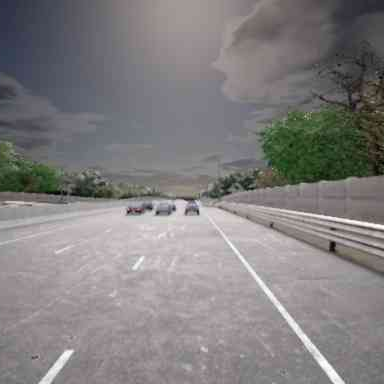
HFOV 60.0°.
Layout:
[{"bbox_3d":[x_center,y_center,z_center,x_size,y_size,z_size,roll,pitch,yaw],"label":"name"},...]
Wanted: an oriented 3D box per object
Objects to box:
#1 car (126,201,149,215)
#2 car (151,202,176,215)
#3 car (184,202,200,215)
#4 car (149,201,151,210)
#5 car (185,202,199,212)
[{"bbox_3d":[-7.003,2.138,41.977,1.895,1.301,4.718,0,-1,0],"label":"car"},{"bbox_3d":[-3.503,2.075,41.498,2.033,1.411,5.357,0,-1,0],"label":"car"},{"bbox_3d":[-0.003,2.062,41.948,1.812,1.442,4.674,0,-1,0],"label":"car"},{"bbox_3d":[-6.998,2.242,52.418,1.837,1.490,4.892,0,-1,0],"label":"car"},{"bbox_3d":[0.000,2.280,52.209,2.033,1.411,5.357,0,-1,0],"label":"car"}]
